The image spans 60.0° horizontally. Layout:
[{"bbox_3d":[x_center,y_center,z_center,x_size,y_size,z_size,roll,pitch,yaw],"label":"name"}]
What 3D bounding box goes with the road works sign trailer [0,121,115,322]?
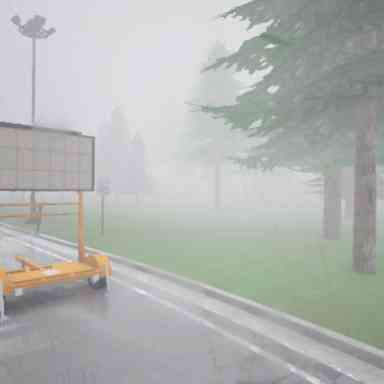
[{"bbox_3d":[-3.389,0.378,7.320,2.380,3.560,2.880,0,1,-43],"label":"road works sign trailer"}]
